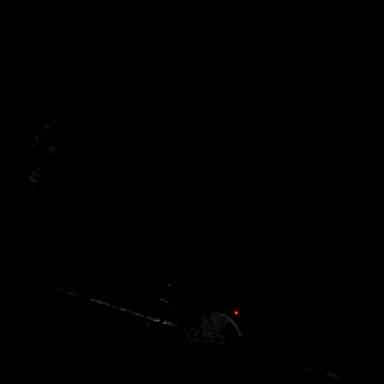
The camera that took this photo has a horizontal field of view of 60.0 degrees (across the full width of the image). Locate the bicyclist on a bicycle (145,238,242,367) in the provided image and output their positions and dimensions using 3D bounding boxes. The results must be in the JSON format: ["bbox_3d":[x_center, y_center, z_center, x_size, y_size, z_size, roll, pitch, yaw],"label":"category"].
[{"bbox_3d":[-0.063,1.584,5.064,1.843,1.776,0.659,-1,-3,38],"label":"bicyclist on a bicycle"}]
